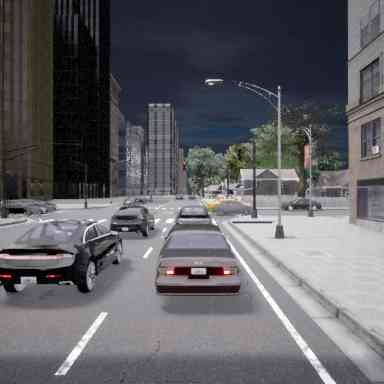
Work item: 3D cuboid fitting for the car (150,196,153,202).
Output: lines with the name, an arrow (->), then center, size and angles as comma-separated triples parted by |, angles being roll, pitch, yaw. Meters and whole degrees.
car -> -9.731, 1.517, 73.229 | 1.812, 1.442, 4.674 | 0, 0, 0

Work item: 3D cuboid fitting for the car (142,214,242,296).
car -> 0.093, 1.545, 8.785 | 2.033, 1.411, 5.357 | 0, 0, -1

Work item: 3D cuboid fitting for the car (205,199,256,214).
car -> 3.914, 1.459, 34.108 | 5.008, 1.535, 1.882 | 0, -1, 0

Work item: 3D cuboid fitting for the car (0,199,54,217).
car -> -15.524, 1.436, 30.084 | 4.902, 1.511, 2.128 | 0, -1, 12

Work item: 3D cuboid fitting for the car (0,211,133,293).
car -> -3.149, 1.492, 8.856 | 2.128, 1.511, 4.902 | 0, 0, 0

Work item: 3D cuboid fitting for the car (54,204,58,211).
car -> -16.346, 1.476, 34.104 | 4.902, 1.511, 2.128 | 0, -1, -2

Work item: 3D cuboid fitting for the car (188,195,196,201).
car -> 0.022, 1.495, 84.129 | 1.837, 1.490, 4.892 | 0, 0, 0

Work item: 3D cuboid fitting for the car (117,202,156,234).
car -> -3.145, 1.504, 18.116 | 1.837, 1.490, 4.892 | 0, 0, 0

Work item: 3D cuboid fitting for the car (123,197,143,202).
car -> -9.812, 1.487, 53.797 | 2.128, 1.511, 4.902 | 0, 0, 1

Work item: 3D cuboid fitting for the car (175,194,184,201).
car -> -3.228, 1.342, 83.923 | 2.097, 1.767, 4.553 | 0, 0, 0

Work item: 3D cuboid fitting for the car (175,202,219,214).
car -> 0.103, 1.491, 17.839 | 2.128, 1.511, 4.902 | 0, 0, 0

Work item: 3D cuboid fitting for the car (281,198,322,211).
car -> 13.293, 1.554, 40.739 | 4.892, 1.490, 1.837 | 0, -1, 0

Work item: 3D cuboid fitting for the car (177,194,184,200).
car -> -3.226, 1.311, 93.958 | 1.882, 1.535, 5.008 | 0, 0, 0

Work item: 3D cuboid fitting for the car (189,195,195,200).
car -> 0.025, 1.526, 94.365 | 1.812, 1.442, 4.674 | 0, 0, 0

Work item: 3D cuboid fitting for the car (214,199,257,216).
car -> 3.926, 1.516, 30.854 | 4.181, 1.385, 1.994 | 0, 0, 0

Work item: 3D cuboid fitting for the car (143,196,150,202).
car -> -9.776, 1.595, 63.117 | 1.895, 1.301, 4.718 | 0, 0, 1
